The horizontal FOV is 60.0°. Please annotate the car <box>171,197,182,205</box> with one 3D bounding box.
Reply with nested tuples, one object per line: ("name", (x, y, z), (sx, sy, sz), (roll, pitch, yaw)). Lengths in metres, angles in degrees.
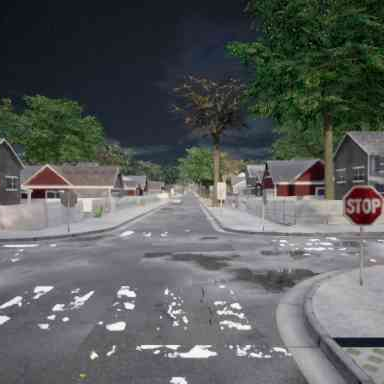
("car", (-2.805, 1.576, 60.453), (1.895, 1.301, 4.718), (0, 0, 0))
